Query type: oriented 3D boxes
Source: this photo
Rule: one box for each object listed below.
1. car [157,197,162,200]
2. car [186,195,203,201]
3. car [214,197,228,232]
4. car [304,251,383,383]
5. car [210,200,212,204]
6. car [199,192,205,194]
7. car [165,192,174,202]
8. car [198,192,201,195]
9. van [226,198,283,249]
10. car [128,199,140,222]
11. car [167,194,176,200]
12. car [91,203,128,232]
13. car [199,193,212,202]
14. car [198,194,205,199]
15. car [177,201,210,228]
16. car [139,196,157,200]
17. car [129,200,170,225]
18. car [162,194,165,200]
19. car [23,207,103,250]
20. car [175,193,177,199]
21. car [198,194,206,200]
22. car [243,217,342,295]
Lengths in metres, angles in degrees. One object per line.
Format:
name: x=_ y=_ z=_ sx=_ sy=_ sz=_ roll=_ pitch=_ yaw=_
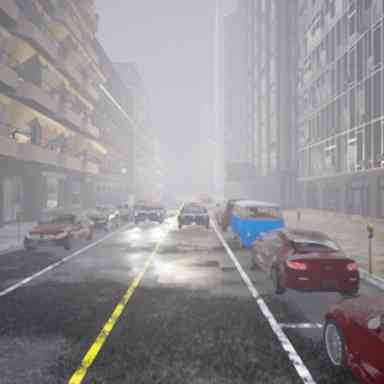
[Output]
car: x=-5.306 y=1.252 z=41.499 sx=1.967 sy=1.590 sz=4.097 roll=1 pitch=0 yaw=0
car: x=0.099 y=1.414 z=41.042 sx=1.895 sy=1.301 sz=4.718 roll=0 pitch=0 yaw=0
car: x=2.574 y=1.221 z=19.364 sx=2.192 sy=1.841 sz=5.009 roll=1 pitch=0 yaw=0
car: x=2.572 y=1.567 z=2.760 sx=1.802 sy=1.307 sz=4.206 roll=1 pitch=0 yaw=0
car: x=2.572 y=1.463 z=24.901 sx=1.802 sy=1.307 sz=4.206 roll=0 pitch=0 yaw=0
car: x=2.573 y=1.261 z=63.821 sx=1.752 sy=1.417 sz=4.829 roll=0 pitch=0 yaw=0
car: x=-5.307 y=1.160 z=69.178 sx=1.967 sy=1.590 sz=4.097 roll=0 pitch=0 yaw=0
car: x=2.574 y=1.020 z=74.722 sx=2.192 sy=1.841 sz=5.009 roll=0 pitch=0 yaw=0
van: x=2.574 y=1.273 z=13.828 sx=1.690 sy=1.788 sz=3.998 roll=1 pitch=0 yaw=0
car: x=-5.308 y=1.463 z=24.892 sx=1.802 sy=1.307 sz=4.206 roll=1 pitch=0 yaw=0
car: x=-5.307 y=1.226 z=85.788 sx=2.008 sy=1.369 sz=4.403 roll=0 pitch=0 yaw=0
car: x=-5.308 y=1.457 z=19.355 sx=2.008 sy=1.369 sz=4.403 roll=1 pitch=0 yaw=0
car: x=2.572 y=1.319 z=58.115 sx=1.947 sy=1.339 sz=4.313 roll=0 pitch=0 yaw=0
car: x=2.573 y=1.188 z=91.501 sx=1.752 sy=1.417 sz=4.829 roll=0 pitch=0 yaw=0
car: x=0.096 y=1.499 z=21.118 sx=1.895 sy=1.301 sz=4.718 roll=0 pitch=0 yaw=0
car: x=-5.308 y=1.378 z=35.964 sx=1.887 sy=1.381 sz=4.507 roll=1 pitch=0 yaw=0
car: x=-2.849 y=1.489 z=23.363 sx=1.895 sy=1.301 sz=4.718 roll=0 pitch=0 yaw=0
car: x=-5.307 y=1.335 z=47.036 sx=1.887 sy=1.381 sz=4.507 roll=0 pitch=0 yaw=0
car: x=-5.308 y=1.513 z=13.819 sx=1.802 sy=1.307 sz=4.206 roll=1 pitch=0 yaw=0
car: x=-5.306 y=1.004 z=80.250 sx=2.192 sy=1.841 sz=5.009 roll=0 pitch=0 yaw=0
car: x=2.572 y=1.257 z=85.795 sx=1.802 sy=1.307 sz=4.206 roll=0 pitch=0 yaw=0
car: x=2.572 y=1.540 z=8.296 sx=1.802 sy=1.307 sz=4.206 roll=1 pitch=0 yaw=0
